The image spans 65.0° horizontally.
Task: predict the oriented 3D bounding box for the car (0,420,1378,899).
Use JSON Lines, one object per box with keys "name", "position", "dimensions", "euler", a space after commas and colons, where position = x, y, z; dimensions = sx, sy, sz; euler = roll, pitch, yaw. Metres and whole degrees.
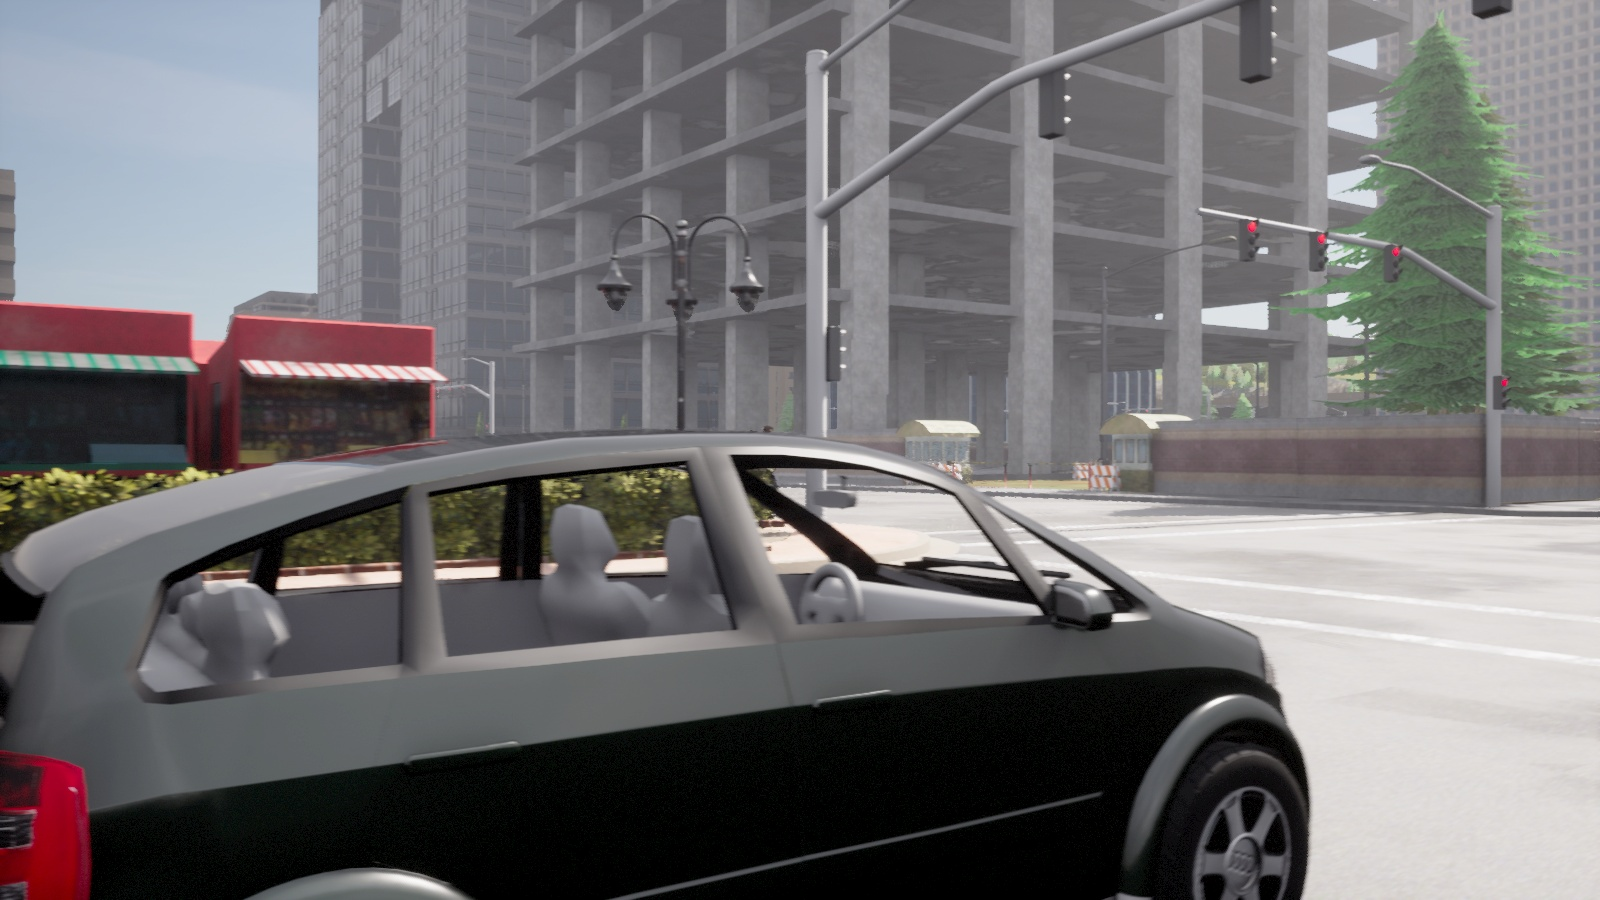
{"name": "car", "position": [-0.295, 0.732, 3.453], "dimensions": [3.705, 1.549, 1.789], "euler": [0, 0, -35]}
